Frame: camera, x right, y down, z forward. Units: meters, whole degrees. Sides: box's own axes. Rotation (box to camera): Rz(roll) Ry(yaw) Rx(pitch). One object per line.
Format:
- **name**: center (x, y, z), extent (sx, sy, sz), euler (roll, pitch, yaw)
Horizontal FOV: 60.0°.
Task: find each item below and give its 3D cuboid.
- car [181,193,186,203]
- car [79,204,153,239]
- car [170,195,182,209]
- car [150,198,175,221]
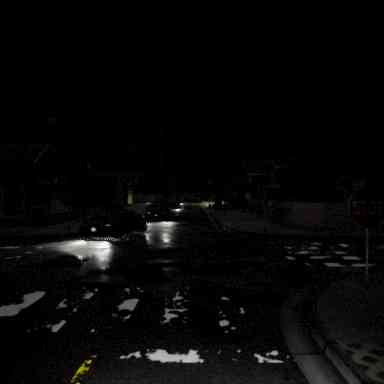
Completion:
- **car**: center (-2.693, 1.517, 68.649), extent (1.837, 1.490, 4.892), euler (0, 1, 0)
- **car**: center (-3.983, 1.564, 17.396), extent (1.994, 1.385, 4.181), euler (0, 0, 18)
- **car**: center (-2.703, 1.484, 46.112), extent (1.882, 1.535, 5.008), euler (0, 1, 0)
- **car**: center (-2.722, 1.505, 27.637), extent (1.837, 1.490, 4.892), euler (0, 0, 0)
